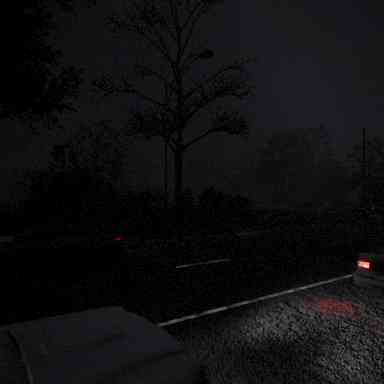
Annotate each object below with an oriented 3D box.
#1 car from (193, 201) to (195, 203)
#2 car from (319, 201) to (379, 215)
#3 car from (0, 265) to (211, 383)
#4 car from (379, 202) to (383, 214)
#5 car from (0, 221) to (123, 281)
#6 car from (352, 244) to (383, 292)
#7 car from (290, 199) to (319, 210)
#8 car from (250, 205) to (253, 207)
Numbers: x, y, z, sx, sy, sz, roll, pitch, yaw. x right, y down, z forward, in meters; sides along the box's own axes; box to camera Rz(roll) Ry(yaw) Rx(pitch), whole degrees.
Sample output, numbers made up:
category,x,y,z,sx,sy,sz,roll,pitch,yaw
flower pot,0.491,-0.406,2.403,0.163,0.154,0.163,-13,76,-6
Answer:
category,x,y,z,sx,sy,sz,roll,pitch,yaw
car,-1.061,1.723,67.822,1.882,1.535,5.008,0,-1,-22
car,15.536,1.601,33.169,1.895,1.301,4.718,0,0,-28
car,-2.139,1.601,2.187,4.718,1.301,1.895,0,0,-35
car,20.153,1.601,32.664,1.895,1.301,4.718,0,0,-33
car,-4.163,1.564,9.601,4.181,1.385,1.994,0,0,-35
car,5.953,1.547,7.816,5.357,1.411,2.033,0,0,-34
car,14.750,1.613,42.071,1.895,1.301,4.718,0,0,-28
car,7.042,1.561,49.526,1.837,1.490,4.892,0,0,-26
